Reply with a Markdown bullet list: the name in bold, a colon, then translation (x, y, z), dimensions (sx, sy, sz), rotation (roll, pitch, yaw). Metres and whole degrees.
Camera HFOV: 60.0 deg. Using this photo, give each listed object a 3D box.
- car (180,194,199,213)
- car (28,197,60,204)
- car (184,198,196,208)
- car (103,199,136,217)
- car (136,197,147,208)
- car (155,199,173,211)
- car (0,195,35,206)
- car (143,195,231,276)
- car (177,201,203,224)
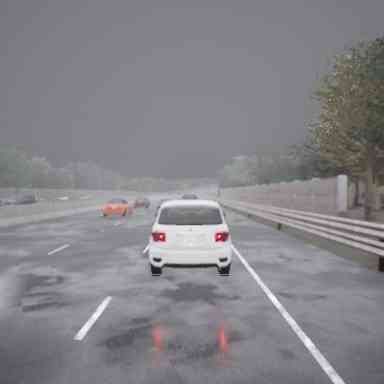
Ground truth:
- **car**: translation (-0.312, 1.353, 40.427), dimensions (2.150, 2.045, 5.566), rotation (0, -1, -1)
- **car**: translation (-17.824, 1.647, 41.421), dimensions (2.128, 1.511, 4.902), rotation (0, 0, -1)
- **car**: translation (-0.310, 1.674, 50.638), dimensions (1.837, 1.490, 4.892), rotation (0, -1, -1)
- **car**: translation (-7.143, 1.463, 32.558), dimensions (2.097, 1.767, 4.553), rotation (0, 0, -1)
- **car**: translation (-7.293, 1.520, 48.928), dimensions (2.097, 1.767, 4.553), rotation (0, 0, 0)
- **car**: translation (-3.755, 1.704, 45.854), dimensions (2.033, 1.411, 5.357), rotation (0, 0, -1)
- **car**: translation (-21.323, 1.353, 41.307), dimensions (2.150, 2.045, 5.566), rotation (0, 0, 0)
- **car**: translation (-0.052, 1.259, 10.669), dimensions (2.150, 2.045, 5.566), rotation (0, 0, 0)
- **car**: translation (-0.190, 1.570, 26.867), dimensions (1.882, 1.535, 5.008), rotation (0, 0, -1)
